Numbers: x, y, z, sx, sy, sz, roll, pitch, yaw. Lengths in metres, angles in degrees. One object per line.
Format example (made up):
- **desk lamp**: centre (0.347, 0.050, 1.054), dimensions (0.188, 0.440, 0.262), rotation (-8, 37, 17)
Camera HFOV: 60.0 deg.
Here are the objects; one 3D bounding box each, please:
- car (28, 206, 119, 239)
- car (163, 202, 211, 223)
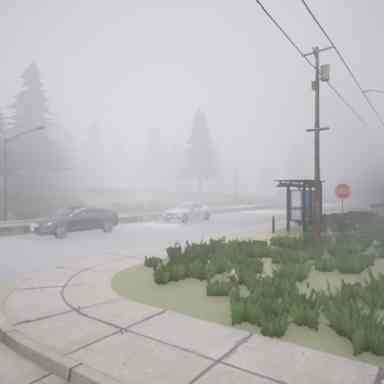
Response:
- **car**: centre (-6.131, 1.496, 17.749), dimensions (2.128, 1.511, 4.902), rotation (0, 0, 36)
- **car**: centre (-0.284, 1.530, 25.821), dimensions (1.812, 1.442, 4.674), rotation (0, 0, 36)
